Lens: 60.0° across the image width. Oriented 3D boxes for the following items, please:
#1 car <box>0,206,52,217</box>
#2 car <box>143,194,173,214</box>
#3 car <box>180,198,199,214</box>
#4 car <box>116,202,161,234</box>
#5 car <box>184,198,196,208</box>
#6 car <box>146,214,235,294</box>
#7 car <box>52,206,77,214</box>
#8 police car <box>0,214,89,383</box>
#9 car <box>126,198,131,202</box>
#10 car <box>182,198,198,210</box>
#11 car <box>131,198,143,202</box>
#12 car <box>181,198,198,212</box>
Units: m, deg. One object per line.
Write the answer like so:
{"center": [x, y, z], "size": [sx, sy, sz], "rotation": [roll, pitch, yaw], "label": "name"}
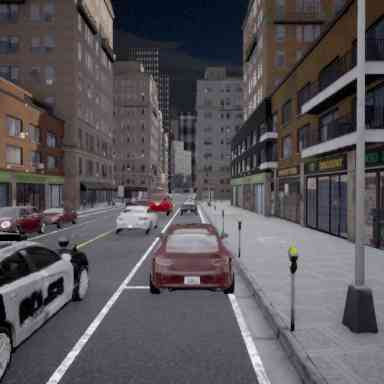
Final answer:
{"center": [-8.823, 1.435, 16.181], "size": [1.967, 1.590, 4.097], "rotation": [-1, 0, 0], "label": "car"}
{"center": [-3.115, 1.209, 33.042], "size": [2.150, 2.045, 5.566], "rotation": [0, 0, 1], "label": "car"}
{"center": [-0.280, 1.537, 32.939], "size": [2.008, 1.369, 4.403], "rotation": [-1, 0, 0], "label": "car"}
{"center": [-3.099, 1.520, 19.215], "size": [1.812, 1.442, 4.674], "rotation": [0, 0, 1], "label": "car"}
{"center": [-0.276, 1.554, 49.696], "size": [1.802, 1.307, 4.206], "rotation": [-1, 0, 0], "label": "car"}
{"center": [0.003, 1.523, 8.652], "size": [1.812, 1.442, 4.674], "rotation": [0, 0, 0], "label": "car"}
{"center": [-8.822, 1.575, 21.767], "size": [1.802, 1.307, 4.206], "rotation": [-1, 0, 0], "label": "car"}
{"center": [-3.146, 1.423, 5.319], "size": [1.930, 1.638, 5.238], "rotation": [0, 0, 0], "label": "police car"}
{"center": [-8.822, 1.516, 49.695], "size": [1.887, 1.381, 4.507], "rotation": [-1, 0, 0], "label": "car"}
{"center": [-0.277, 1.543, 44.111], "size": [1.947, 1.339, 4.313], "rotation": [-1, 0, 0], "label": "car"}
{"center": [-6.193, 1.543, 42.845], "size": [1.994, 1.385, 4.181], "rotation": [0, 0, 1], "label": "car"}
{"center": [-0.279, 1.507, 38.694], "size": [1.752, 1.417, 4.829], "rotation": [-1, 0, 0], "label": "car"}
